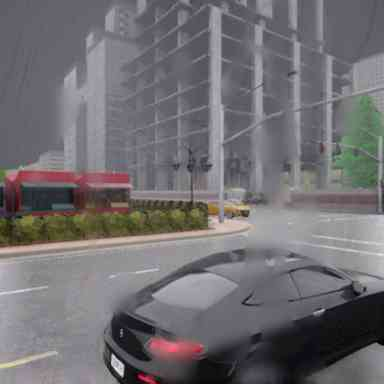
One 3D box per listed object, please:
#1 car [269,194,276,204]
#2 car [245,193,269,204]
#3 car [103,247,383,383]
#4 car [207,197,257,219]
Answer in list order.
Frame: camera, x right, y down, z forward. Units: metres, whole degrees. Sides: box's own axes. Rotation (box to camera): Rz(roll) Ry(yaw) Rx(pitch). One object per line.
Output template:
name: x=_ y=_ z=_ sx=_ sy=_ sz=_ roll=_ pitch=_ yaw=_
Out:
car: x=13.228 y=1.088 z=59.396 sx=1.905 sy=1.878 sz=3.866 roll=0 pitch=0 yaw=-36
car: x=10.840 y=1.089 z=57.679 sx=1.905 sy=1.878 sz=3.866 roll=0 pitch=0 yaw=-36
car: x=1.147 y=1.524 z=4.605 sx=4.674 sy=1.442 sz=1.812 roll=0 pitch=0 yaw=-35
car: x=2.840 y=1.411 z=28.428 sx=1.882 sy=1.535 sz=5.008 roll=0 pitch=0 yaw=-36
